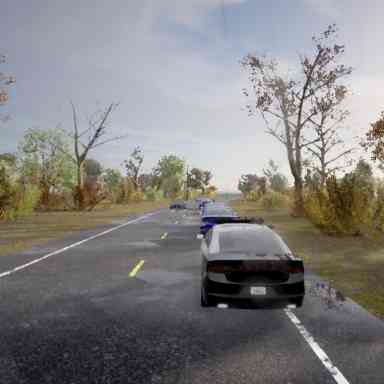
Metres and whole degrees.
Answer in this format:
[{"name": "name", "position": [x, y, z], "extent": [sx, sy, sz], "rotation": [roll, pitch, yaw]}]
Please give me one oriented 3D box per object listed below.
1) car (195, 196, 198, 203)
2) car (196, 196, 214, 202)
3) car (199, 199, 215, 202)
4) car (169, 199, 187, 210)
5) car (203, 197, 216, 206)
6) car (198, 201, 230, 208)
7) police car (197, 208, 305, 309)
[{"name": "car", "position": [1.785, 1.717, 77.495], "extent": [2.128, 1.511, 4.902], "rotation": [0, 0, 7]}, {"name": "car", "position": [2.041, 1.602, 46.574], "extent": [1.812, 1.442, 4.674], "rotation": [0, 0, 6]}, {"name": "car", "position": [1.644, 1.491, 23.892], "extent": [1.882, 1.535, 5.008], "rotation": [0, 0, 3]}, {"name": "car", "position": [-1.765, 1.630, 44.129], "extent": [1.994, 1.385, 4.181], "rotation": [0, 0, 5]}, {"name": "car", "position": [3.202, 1.633, 60.356], "extent": [2.128, 1.511, 4.902], "rotation": [0, 0, 6]}, {"name": "car", "position": [1.408, 1.485, 17.923], "extent": [1.882, 1.535, 5.008], "rotation": [0, 0, 2]}, {"name": "police car", "position": [1.144, 1.427, 8.081], "extent": [1.930, 1.638, 5.238], "rotation": [0, 0, 1]}]
